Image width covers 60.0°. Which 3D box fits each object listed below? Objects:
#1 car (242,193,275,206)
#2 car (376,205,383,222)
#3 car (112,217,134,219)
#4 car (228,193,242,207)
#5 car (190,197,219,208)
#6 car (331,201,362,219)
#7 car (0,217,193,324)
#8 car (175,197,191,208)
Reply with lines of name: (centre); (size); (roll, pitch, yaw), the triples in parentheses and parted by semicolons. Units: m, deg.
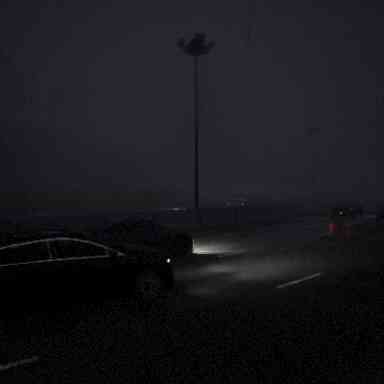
car: (8.313, 1.130, 40.728); (2.150, 2.045, 5.566); (0, 0, 27)
car: (15.085, 1.475, 24.854); (1.994, 1.385, 4.181); (0, 0, 36)
car: (-2.005, 1.553, 11.427); (4.181, 1.385, 1.994); (0, 0, -39)
car: (6.647, 1.127, 45.235); (2.150, 2.045, 5.566); (0, 0, 24)
car: (1.939, 1.488, 43.711); (1.994, 1.385, 4.181); (0, 0, 27)
car: (12.994, 1.439, 27.923); (1.812, 1.442, 4.674); (0, 0, 35)
car: (-2.600, 1.490, 6.430); (4.902, 1.511, 2.128); (0, 0, -37)
car: (-0.634, 1.406, 46.311); (1.882, 1.535, 5.008); (0, 0, 26)
